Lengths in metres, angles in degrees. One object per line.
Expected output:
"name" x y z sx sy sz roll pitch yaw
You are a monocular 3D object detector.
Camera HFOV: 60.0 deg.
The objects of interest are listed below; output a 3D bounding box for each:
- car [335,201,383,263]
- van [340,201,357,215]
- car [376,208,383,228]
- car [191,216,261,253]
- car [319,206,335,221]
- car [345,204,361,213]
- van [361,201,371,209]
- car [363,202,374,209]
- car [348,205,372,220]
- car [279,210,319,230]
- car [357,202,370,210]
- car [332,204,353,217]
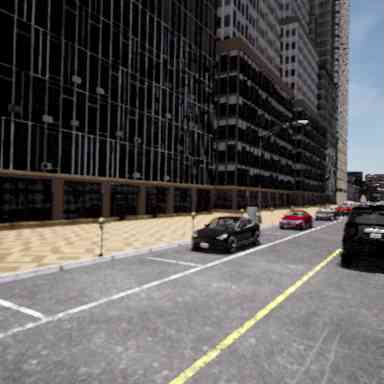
"car" 7.097 1.497 12.528 2.150 2.045 5.566 1 -1 32
"van" 22.859 2.286 48.477 1.690 1.788 3.998 1 0 32
"car" 17.127 2.190 28.493 2.033 1.411 5.357 1 -1 32
"car" 1.652 1.741 14.747 1.947 1.339 4.313 1 0 32
"car" 13.767 2.168 34.020 2.008 1.369 4.403 1 0 32
"car" 25.882 2.636 53.294 1.802 1.307 4.206 1 0 32
"van" 38.003 2.825 72.568 1.690 1.788 3.998 1 0 32
"car" 41.026 3.156 77.385 1.947 1.339 4.313 1 0 32
"car" 18.817 2.263 37.092 1.837 1.490 4.892 1 -1 33
"car" 7.709 1.979 24.382 1.802 1.307 4.206 1 0 32
"car" 34.971 2.817 67.749 1.967 1.590 4.097 1 0 32
"car" 19.825 2.381 43.657 1.887 1.381 4.507 1 0 32
